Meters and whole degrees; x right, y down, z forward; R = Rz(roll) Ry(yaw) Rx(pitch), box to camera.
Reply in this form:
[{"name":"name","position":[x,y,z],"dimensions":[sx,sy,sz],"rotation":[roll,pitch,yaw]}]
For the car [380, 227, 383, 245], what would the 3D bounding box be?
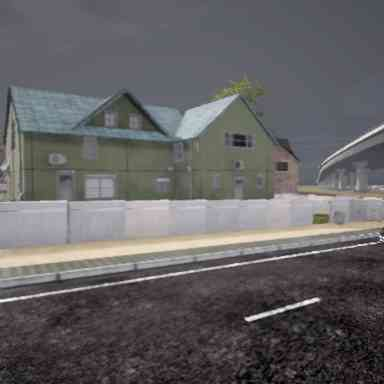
[{"name":"car","position":[9.875,1.550,14.088],"dimensions":[4.892,1.490,1.837],"rotation":[1,1,-35]}]
